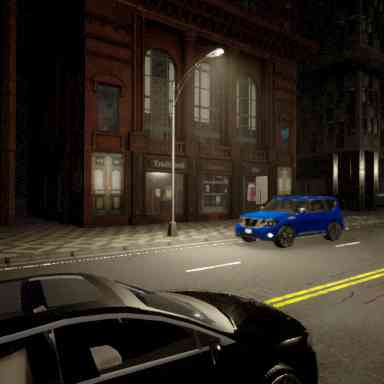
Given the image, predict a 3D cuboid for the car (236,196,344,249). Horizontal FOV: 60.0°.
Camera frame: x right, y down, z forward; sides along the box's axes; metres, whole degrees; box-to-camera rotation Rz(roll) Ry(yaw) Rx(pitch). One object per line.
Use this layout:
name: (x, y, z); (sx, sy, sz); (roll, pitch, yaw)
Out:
car: (4.512, 1.217, 14.833); (5.566, 2.045, 2.150); (0, 0, -35)

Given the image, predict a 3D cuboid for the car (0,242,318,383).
car: (-0.947, 1.492, 2.765); (4.902, 1.511, 2.128); (0, 0, -35)
